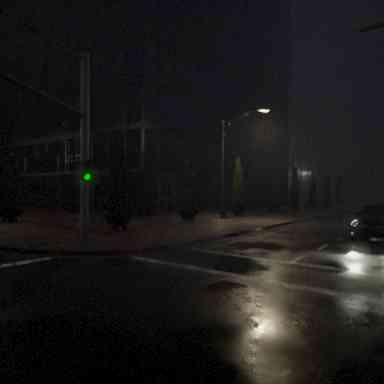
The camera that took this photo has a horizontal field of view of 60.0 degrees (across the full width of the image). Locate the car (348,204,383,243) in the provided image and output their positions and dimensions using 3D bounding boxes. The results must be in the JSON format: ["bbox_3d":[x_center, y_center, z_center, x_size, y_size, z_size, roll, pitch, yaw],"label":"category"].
[{"bbox_3d":[8.804,1.363,15.495,2.097,1.767,4.553,1,0,36],"label":"car"}]
